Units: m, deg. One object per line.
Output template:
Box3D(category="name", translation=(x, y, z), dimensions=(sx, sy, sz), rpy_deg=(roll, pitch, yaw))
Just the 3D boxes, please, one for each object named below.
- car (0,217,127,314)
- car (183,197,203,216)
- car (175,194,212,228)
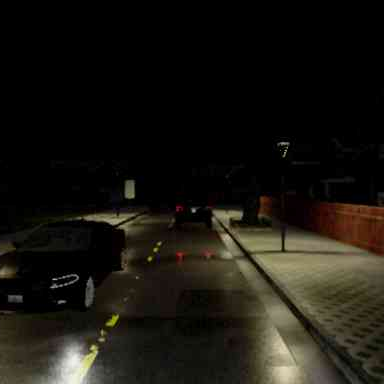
Box3D(category="car", translation=(-2.850, 1.437, 7.855), dimensions=(1.882, 1.535, 5.008), rpy_deg=(0, 0, 0))
Box3D(category="car", translation=(0.100, 1.327, 32.110), dimensions=(1.837, 1.490, 4.892), rpy_deg=(0, 1, 0))
Box3D(category="car", translation=(0.098, 1.108, 21.102), dimensions=(2.150, 2.045, 5.566), rpy_deg=(0, 0, 0))
